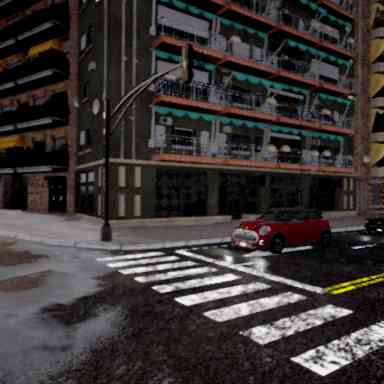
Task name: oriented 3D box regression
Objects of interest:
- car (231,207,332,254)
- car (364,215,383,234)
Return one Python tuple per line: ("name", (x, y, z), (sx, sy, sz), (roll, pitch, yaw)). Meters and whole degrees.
("car", (3.847, 1.461, 14.138), (4.553, 1.767, 2.097), (1, 0, -34))
("car", (12.275, 1.825, 19.664), (4.718, 1.301, 1.895), (1, 0, -32))
